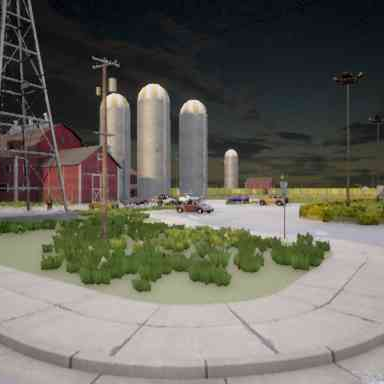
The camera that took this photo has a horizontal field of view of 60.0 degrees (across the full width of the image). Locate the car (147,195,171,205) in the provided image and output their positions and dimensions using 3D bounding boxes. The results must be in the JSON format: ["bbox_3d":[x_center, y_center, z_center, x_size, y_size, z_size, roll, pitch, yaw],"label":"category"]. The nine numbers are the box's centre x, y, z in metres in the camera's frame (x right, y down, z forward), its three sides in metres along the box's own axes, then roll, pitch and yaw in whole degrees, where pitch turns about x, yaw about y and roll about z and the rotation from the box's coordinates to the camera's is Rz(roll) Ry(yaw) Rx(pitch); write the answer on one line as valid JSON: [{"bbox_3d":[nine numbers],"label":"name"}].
[{"bbox_3d":[-6.083,1.404,62.379,2.097,1.767,4.553,0,0,34],"label":"car"}]

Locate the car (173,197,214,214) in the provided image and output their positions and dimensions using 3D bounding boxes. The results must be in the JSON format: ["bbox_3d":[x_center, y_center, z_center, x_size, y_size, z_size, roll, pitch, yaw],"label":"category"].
[{"bbox_3d":[0.317,1.519,34.716,3.905,1.438,1.784,0,0,35],"label":"car"}]

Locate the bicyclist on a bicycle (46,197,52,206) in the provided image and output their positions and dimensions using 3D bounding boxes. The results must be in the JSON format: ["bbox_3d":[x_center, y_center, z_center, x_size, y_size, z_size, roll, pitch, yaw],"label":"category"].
[{"bbox_3d":[-13.807,1.299,32.224,0.582,1.620,1.656,0,0,-21],"label":"bicyclist on a bicycle"}]

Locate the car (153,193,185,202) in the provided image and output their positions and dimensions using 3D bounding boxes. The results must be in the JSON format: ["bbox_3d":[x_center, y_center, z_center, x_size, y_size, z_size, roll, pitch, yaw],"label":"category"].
[{"bbox_3d":[-3.694,1.312,52.476,3.866,1.878,1.905,0,0,35],"label":"car"}]

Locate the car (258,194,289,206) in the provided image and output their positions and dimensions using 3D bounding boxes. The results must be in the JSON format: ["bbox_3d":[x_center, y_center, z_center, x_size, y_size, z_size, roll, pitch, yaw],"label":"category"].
[{"bbox_3d":[13.005,1.309,53.273,4.605,1.855,1.932,0,0,35],"label":"car"}]

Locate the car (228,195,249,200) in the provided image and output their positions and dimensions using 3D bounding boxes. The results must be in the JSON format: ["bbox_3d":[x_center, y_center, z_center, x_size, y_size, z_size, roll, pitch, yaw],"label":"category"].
[{"bbox_3d":[10.127,1.479,72.348,4.611,1.667,2.242,0,0,35],"label":"car"}]

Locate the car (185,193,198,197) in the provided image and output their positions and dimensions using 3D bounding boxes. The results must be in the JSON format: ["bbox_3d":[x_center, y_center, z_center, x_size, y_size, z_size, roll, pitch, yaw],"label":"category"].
[{"bbox_3d":[-0.367,1.257,64.519,2.150,2.045,5.566,0,0,34],"label":"car"}]

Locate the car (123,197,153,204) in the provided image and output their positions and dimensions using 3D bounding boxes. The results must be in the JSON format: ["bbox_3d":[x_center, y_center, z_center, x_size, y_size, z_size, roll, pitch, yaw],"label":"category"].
[{"bbox_3d":[-8.878,1.495,52.130,2.128,1.511,4.902,0,0,34],"label":"car"}]

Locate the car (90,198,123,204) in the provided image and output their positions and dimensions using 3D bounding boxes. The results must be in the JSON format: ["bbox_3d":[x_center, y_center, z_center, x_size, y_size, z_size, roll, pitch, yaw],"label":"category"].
[{"bbox_3d":[-10.926,1.504,41.083,4.193,1.474,1.816,0,0,35],"label":"car"}]
